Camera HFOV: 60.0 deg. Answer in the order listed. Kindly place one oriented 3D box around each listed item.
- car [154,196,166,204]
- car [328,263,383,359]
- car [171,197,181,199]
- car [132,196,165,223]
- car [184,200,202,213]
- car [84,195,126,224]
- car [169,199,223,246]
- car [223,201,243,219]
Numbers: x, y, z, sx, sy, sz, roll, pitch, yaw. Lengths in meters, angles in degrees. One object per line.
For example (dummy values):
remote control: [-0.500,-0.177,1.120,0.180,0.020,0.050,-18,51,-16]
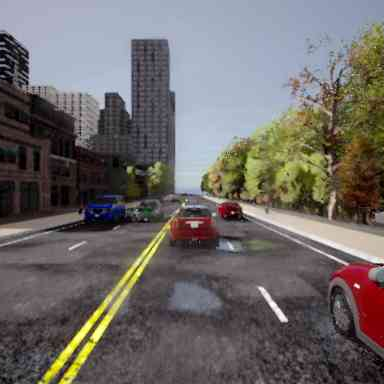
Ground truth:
car: [-6.504,1.572,67.362,1.882,1.535,5.008,0,0,0]
car: [3.350,1.360,3.788,2.097,1.767,4.553,0,0,0]
car: [-3.255,1.672,67.389,1.994,1.385,4.181,0,0,0]
car: [-3.342,1.408,26.257,2.097,1.767,4.553,0,0,0]
car: [0.099,1.649,39.916,1.994,1.385,4.181,0,0,0]
car: [-6.596,1.276,25.902,2.150,2.045,5.566,0,0,0]
car: [0.099,1.385,15.604,2.097,1.767,4.553,0,0,0]
car: [3.348,1.541,29.832,1.882,1.535,5.008,0,0,0]
